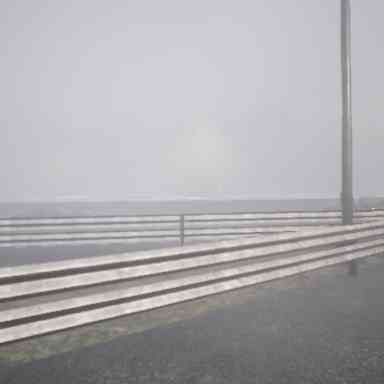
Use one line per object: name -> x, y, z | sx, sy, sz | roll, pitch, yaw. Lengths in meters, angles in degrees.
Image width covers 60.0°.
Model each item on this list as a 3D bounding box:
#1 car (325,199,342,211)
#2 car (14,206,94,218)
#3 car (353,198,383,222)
car -> 12.764, 1.238, 25.746 | 4.902, 1.511, 2.128 | -1, 0, -10
car -> -8.957, 1.589, 21.996 | 4.718, 1.301, 1.895 | -1, 0, -10
car -> 13.452, 1.248, 22.312 | 4.892, 1.490, 1.837 | -1, 0, -10
